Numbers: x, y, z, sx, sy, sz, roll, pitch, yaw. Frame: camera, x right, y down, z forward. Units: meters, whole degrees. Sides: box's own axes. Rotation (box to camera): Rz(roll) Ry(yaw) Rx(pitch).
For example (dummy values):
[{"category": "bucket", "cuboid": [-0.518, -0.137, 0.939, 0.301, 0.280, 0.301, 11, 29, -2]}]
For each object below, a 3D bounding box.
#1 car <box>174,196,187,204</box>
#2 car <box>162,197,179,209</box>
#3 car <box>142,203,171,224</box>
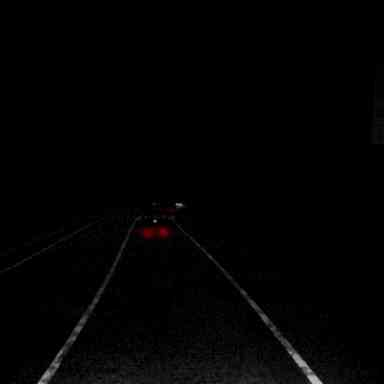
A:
[{"category": "car", "cuboid": [-2.854, 1.564, 74.386, 2.150, 2.045, 5.566, 1, 0, 15]}, {"category": "car", "cuboid": [-3.612, 1.834, 51.272, 1.812, 1.442, 4.674, 0, -1, 4]}, {"category": "car", "cuboid": [-2.913, 1.832, 26.301, 1.895, 1.301, 4.718, -1, 0, -6]}]
